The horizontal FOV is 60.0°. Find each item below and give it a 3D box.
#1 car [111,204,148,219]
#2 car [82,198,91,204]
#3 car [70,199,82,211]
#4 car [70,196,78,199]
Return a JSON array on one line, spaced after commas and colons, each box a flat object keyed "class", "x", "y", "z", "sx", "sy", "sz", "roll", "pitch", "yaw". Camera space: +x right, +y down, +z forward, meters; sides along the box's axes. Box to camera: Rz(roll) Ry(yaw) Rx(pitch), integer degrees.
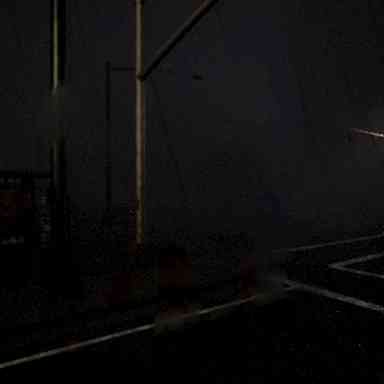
[{"class": "car", "x": -6.079, "y": 1.816, "z": 31.747, "sx": 1.895, "sy": 1.301, "sz": 4.718, "roll": 0, "pitch": -1, "yaw": -36}, {"class": "car", "x": -27.455, "y": 2.231, "z": 85.273, "sx": 2.033, "sy": 1.411, "sz": 5.357, "roll": 0, "pitch": 1, "yaw": -36}, {"class": "car", "x": -18.500, "y": 2.080, "z": 49.057, "sx": 2.033, "sy": 1.411, "sz": 5.357, "roll": 0, "pitch": -1, "yaw": -36}, {"class": "car", "x": -30.306, "y": 1.932, "z": 83.240, "sx": 2.150, "sy": 2.045, "sz": 5.566, "roll": 0, "pitch": 1, "yaw": -36}]
